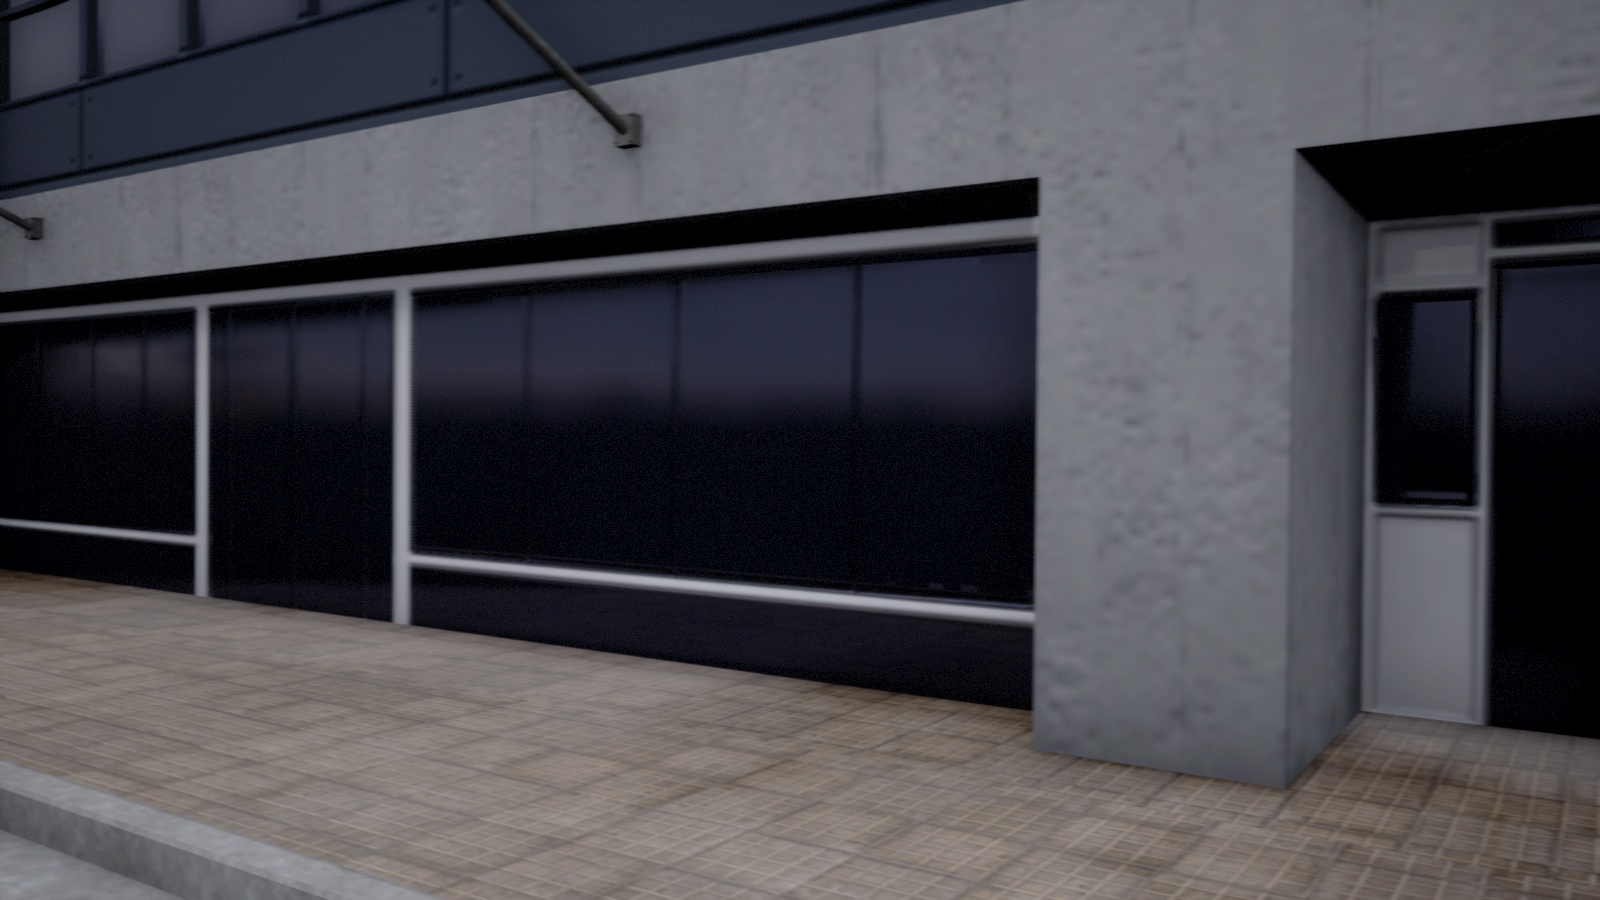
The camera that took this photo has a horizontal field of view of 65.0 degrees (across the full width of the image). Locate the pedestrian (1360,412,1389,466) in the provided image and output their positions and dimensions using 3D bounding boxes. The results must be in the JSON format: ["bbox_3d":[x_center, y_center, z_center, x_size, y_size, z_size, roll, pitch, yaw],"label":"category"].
[{"bbox_3d":[20.110,-0.390,43.937,0.849,1.883,0.563,0,1,34],"label":"pedestrian"}]
